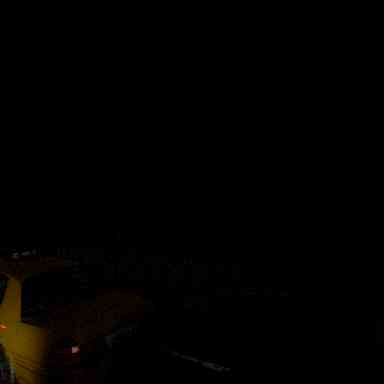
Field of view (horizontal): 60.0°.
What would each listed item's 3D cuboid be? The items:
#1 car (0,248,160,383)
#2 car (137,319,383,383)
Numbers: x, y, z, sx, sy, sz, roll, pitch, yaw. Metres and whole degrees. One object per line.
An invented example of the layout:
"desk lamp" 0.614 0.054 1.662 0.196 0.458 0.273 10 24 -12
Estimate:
"car" -2.635 1.524 4.969 4.829 1.417 1.752 0 1 35
"car" 2.051 1.551 1.628 4.403 1.369 2.008 0 1 35
